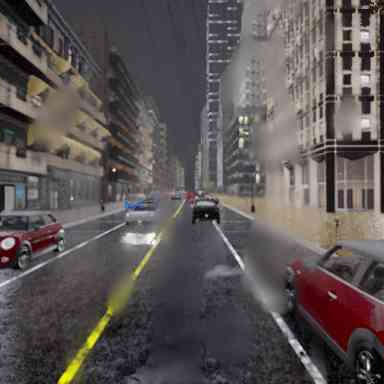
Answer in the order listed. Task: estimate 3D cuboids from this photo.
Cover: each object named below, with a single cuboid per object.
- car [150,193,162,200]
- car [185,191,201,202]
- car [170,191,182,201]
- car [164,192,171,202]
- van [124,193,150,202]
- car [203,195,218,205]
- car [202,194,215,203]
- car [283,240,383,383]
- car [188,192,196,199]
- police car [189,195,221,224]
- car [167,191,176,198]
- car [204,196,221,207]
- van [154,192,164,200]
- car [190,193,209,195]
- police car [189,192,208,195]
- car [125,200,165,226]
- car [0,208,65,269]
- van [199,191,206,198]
[{"bbox_3d":[-5.648,1.232,44.829,1.947,1.339,4.313,1,0,0],"label":"car"},{"bbox_3d":[0.037,0.772,58.805,2.150,2.045,5.566,0,0,0],"label":"car"},{"bbox_3d":[-2.986,1.067,63.952,1.994,1.385,4.181,0,1,1],"label":"car"},{"bbox_3d":[-5.636,1.074,61.922,2.008,1.369,4.403,1,0,0],"label":"car"},{"bbox_3d":[-5.651,1.097,33.426,1.690,1.788,3.998,1,0,0],"label":"van"},{"bbox_3d":[2.737,1.172,50.403,2.008,1.369,4.403,1,0,0],"label":"car"},{"bbox_3d":[2.741,1.118,56.101,1.887,1.381,4.507,1,1,0],"label":"car"},{"bbox_3d":[2.708,1.408,4.817,1.967,1.590,4.097,1,0,0],"label":"car"},{"bbox_3d":[0.047,0.825,73.779,1.837,1.490,4.892,0,1,0],"label":"car"},{"bbox_3d":[0.915,1.259,23.437,1.930,1.638,5.238,0,0,0],"label":"police car"},{"bbox_3d":[-5.613,0.585,90.413,2.192,1.841,5.009,1,1,0],"label":"car"},{"bbox_3d":[2.733,1.218,44.706,2.008,1.369,4.403,1,0,0],"label":"car"},{"bbox_3d":[-5.640,0.961,50.524,1.690,1.788,3.998,1,0,0],"label":"van"},{"bbox_3d":[0.921,1.211,33.520,1.801,1.575,5.366,0,0,0],"label":"car"},{"bbox_3d":[0.925,1.135,39.440,1.930,1.638,5.238,0,0,0],"label":"police car"},{"bbox_3d":[-3.084,1.446,21.858,1.895,1.301,4.718,0,0,0],"label":"car"},{"bbox_3d":[-5.667,1.368,10.631,1.967,1.590,4.097,1,0,0],"label":"car"},{"bbox_3d":[2.776,0.613,90.287,1.690,1.788,3.998,1,1,0],"label":"van"}]
